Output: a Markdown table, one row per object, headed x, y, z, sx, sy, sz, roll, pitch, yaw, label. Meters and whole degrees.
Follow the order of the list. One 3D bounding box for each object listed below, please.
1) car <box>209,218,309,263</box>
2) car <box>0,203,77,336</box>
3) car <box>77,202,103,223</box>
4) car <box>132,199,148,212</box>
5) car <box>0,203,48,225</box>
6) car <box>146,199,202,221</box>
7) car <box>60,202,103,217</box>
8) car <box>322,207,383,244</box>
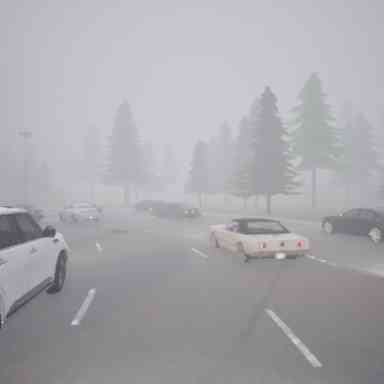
| x | y | z | sx | sy | sz | roll | pitch | yaw | label |
| --- | --- | --- | --- | --- | --- | --- | --- | --- | --- |
| 2.090 | 1.599 | 12.011 | 1.895 | 1.301 | 4.718 | 0 | 0 | -14 | car |
| -3.806 | 1.237 | 5.632 | 2.150 | 2.045 | 5.566 | 0 | 0 | -6 | car |
| -8.549 | 1.566 | 25.186 | 1.812 | 1.442 | 4.674 | 0 | 0 | -39 | car |
| -4.685 | 1.537 | 36.680 | 4.892 | 1.490 | 1.837 | 0 | -1 | 43 | car |
| -13.387 | 1.604 | 25.791 | 5.357 | 1.411 | 2.033 | 0 | 0 | 42 | car |
| -1.434 | 1.565 | 27.696 | 2.033 | 1.411 | 5.357 | 0 | 0 | -37 | car |
| -10.920 | 1.653 | 32.709 | 4.718 | 1.301 | 1.895 | 0 | 0 | 40 | car |
| 8.387 | 1.456 | 15.947 | 1.882 | 1.535 | 5.008 | 0 | 0 | -16 | car |
